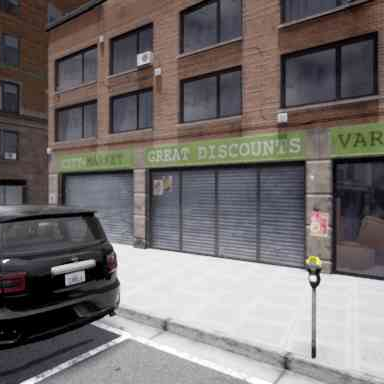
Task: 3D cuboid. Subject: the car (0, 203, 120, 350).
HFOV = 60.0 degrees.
[{"bbox_3d":[-3.711,1.223,5.928,5.566,2.045,2.150,0,0,36],"label":"car"}]
